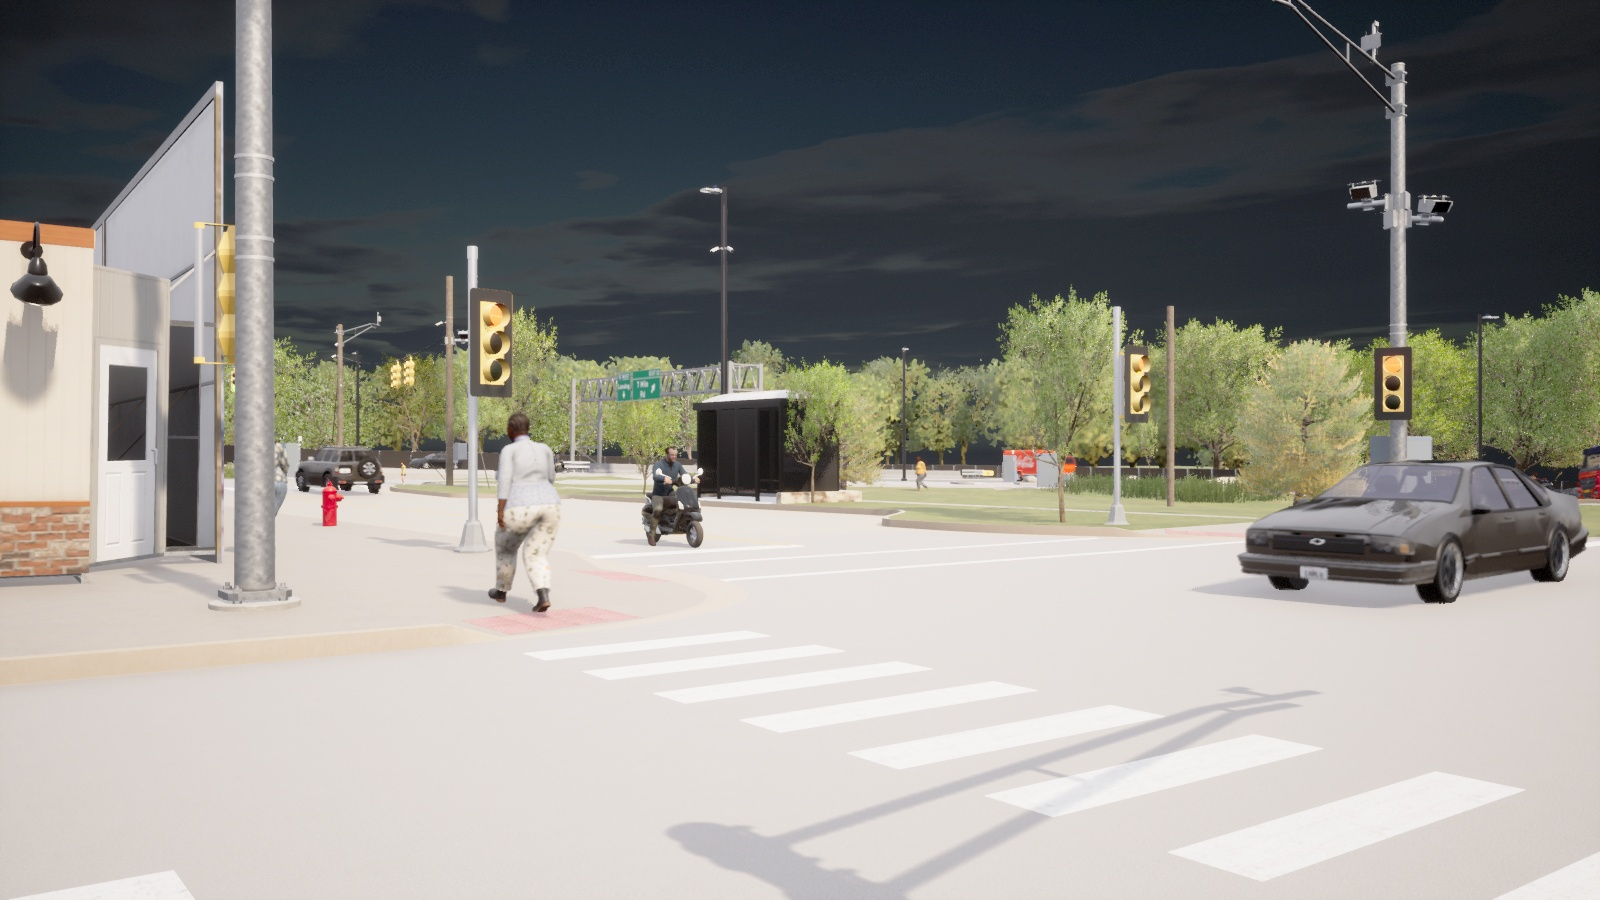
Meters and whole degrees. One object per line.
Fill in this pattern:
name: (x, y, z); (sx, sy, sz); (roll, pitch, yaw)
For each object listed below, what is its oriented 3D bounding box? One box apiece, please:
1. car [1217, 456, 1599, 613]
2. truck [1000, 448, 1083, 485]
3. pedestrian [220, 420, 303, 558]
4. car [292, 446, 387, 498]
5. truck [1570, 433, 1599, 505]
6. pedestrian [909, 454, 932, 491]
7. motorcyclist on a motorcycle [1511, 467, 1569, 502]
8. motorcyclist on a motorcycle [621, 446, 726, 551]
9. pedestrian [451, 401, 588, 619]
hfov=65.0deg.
car: (7.032, 0.787, 14.064); (5.357, 1.411, 2.033); (0, 0, -41)
truck: (17.276, 1.176, 90.019); (2.627, 2.467, 5.204); (3, -2, -42)
pedestrian: (-7.510, 0.518, 17.496); (0.874, 1.855, 0.900); (0, 0, -36)
car: (-17.582, 0.794, 47.802); (1.932, 1.855, 4.605); (0, 1, -40)
truck: (48.740, 1.204, 70.917); (8.468, 3.827, 2.891); (1, -5, 9)
pedestrian: (6.138, 1.134, 64.004); (0.900, 1.855, 0.874); (0, 0, -12)
motorcyclist on a motorcycle: (36.430, 1.689, 61.827); (0.766, 1.649, 2.350); (0, 0, -42)
motorcyclist on a motorcycle: (-2.040, 0.744, 20.081); (0.866, 1.590, 1.817); (0, 0, -36)
pedestrian: (-2.531, 0.510, 11.305); (0.874, 1.855, 0.900); (0, 0, -40)
